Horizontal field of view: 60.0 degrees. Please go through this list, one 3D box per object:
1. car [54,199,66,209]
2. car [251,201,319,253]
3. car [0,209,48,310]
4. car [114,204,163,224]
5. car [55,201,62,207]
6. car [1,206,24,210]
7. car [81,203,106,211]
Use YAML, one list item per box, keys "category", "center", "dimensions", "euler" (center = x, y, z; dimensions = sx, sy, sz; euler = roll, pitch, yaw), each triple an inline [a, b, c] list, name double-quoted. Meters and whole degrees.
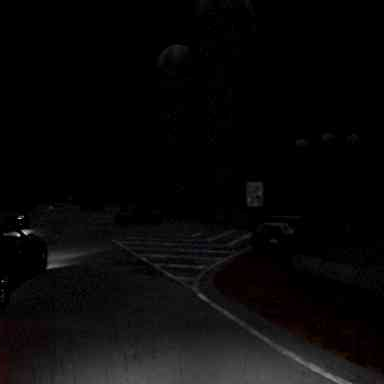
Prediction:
- category: "car"
  center: [-31.250, 2.774, 77.880]
  dimensions: [2.150, 2.045, 5.566]
  euler: [-1, -1, -22]
- category: "car"
  center: [3.997, 1.342, 13.560]
  dimensions: [1.905, 1.878, 3.866]
  euler: [-2, -1, 37]
- category: "car"
  center: [-5.015, 1.480, 7.994]
  dimensions: [2.097, 1.767, 4.553]
  euler: [-2, -1, -11]
- category: "car"
  center: [-4.530, 1.841, 28.270]
  dimensions: [3.988, 1.617, 1.851]
  euler: [-1, -1, -23]
- category: "car"
  center: [-35.166, 3.175, 87.509]
  dimensions: [1.812, 1.442, 4.674]
  euler: [-1, -1, -22]
- category: "car"
  center: [-13.862, 1.893, 25.640]
  dimensions: [2.097, 1.767, 4.553]
  euler: [-1, -1, -22]
- category: "car"
  center: [-17.419, 2.570, 58.654]
  dimensions: [4.181, 1.381, 1.994]
  euler: [-1, -1, -23]
